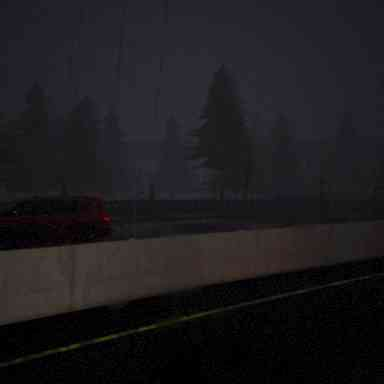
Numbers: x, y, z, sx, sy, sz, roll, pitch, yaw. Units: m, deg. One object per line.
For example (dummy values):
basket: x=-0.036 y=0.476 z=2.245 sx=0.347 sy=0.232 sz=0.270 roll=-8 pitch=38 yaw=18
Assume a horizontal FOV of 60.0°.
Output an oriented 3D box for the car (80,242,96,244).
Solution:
car: x=-5.868 y=1.179 z=12.499 sx=5.566 sy=2.045 sz=2.150 roll=0 pitch=0 yaw=-33

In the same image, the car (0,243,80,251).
car: x=-5.351 y=1.532 z=8.568 sx=4.181 sy=1.385 sz=1.994 roll=0 pitch=0 yaw=-34
